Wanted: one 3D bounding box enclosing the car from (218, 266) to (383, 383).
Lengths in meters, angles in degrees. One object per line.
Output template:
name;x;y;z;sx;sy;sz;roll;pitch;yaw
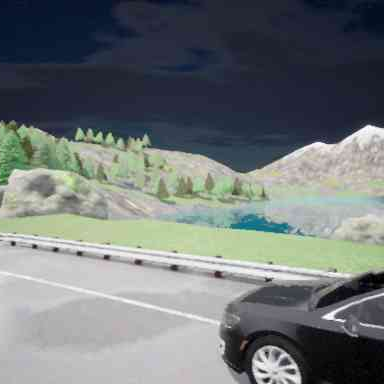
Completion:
car;2.579;1.476;3.349;4.892;1.490;1.837;0;0;35
